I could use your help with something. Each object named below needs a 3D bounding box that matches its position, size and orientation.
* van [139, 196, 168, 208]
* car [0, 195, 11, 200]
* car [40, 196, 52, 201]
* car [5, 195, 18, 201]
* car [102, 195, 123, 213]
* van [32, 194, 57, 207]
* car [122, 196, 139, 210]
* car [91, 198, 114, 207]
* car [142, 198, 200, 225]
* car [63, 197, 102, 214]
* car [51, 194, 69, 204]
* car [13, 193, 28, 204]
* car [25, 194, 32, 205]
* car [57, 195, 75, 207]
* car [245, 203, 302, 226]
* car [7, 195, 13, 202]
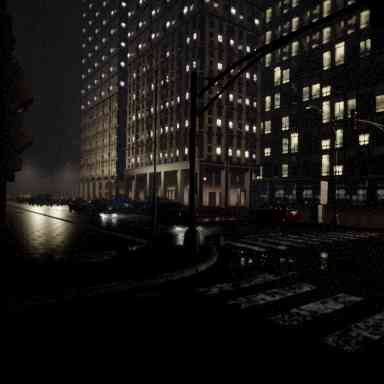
[{"bbox_3d":[-4.080,1.382,37.741,1.690,1.788,3.998,1,-1,-35],"label":"van"},{"bbox_3d":[-46.807,1.365,83.400,1.752,1.417,4.829,1,-1,-35],"label":"car"},{"bbox_3d":[-36.802,1.570,83.784,1.802,1.307,4.206,1,-1,-35],"label":"car"},{"bbox_3d":[-40.359,1.378,74.327,2.008,1.369,4.403,1,-1,-35],"label":"car"},{"bbox_3d":[-9.650,1.417,35.590,2.128,1.511,4.902,1,-1,-35],"label":"car"},{"bbox_3d":[-20.725,1.197,46.701,1.690,1.788,3.998,1,-1,-35],"label":"van"},{"bbox_3d":[-7.355,1.584,42.343,2.008,1.369,4.403,1,-1,-35],"label":"car"},{"bbox_3d":[-13.899,1.586,51.552,1.947,1.339,4.313,1,-1,-35],"label":"car"},{"bbox_3d":[-1.418,1.422,24.000,1.882,1.535,5.008,1,-1,-35],"label":"car"},{"bbox_3d":[-10.914,1.427,32.886,2.008,1.369,4.403,1,-1,-35],"label":"car"},{"bbox_3d":[-24.911,1.307,62.585,2.097,1.767,4.553,1,-1,-35],"label":"car"},{"bbox_3d":[-30.540,1.155,60.515,2.192,1.841,5.009,1,-1,-35],"label":"car"},{"bbox_3d":[-24.001,1.432,51.304,1.802,1.307,4.206,1,-1,-35],"label":"car"},{"bbox_3d":[-19.581,1.511,49.725,1.895,1.301,4.718,1,-1,-35],"label":"car"},{"bbox_3d":[5.734,1.505,23.926,1.967,1.590,4.097,1,-1,-35],"label":"car"},{"bbox_3d":[-37.088,1.397,69.722,1.947,1.339,4.313,1,-1,-35],"label":"car"}]
